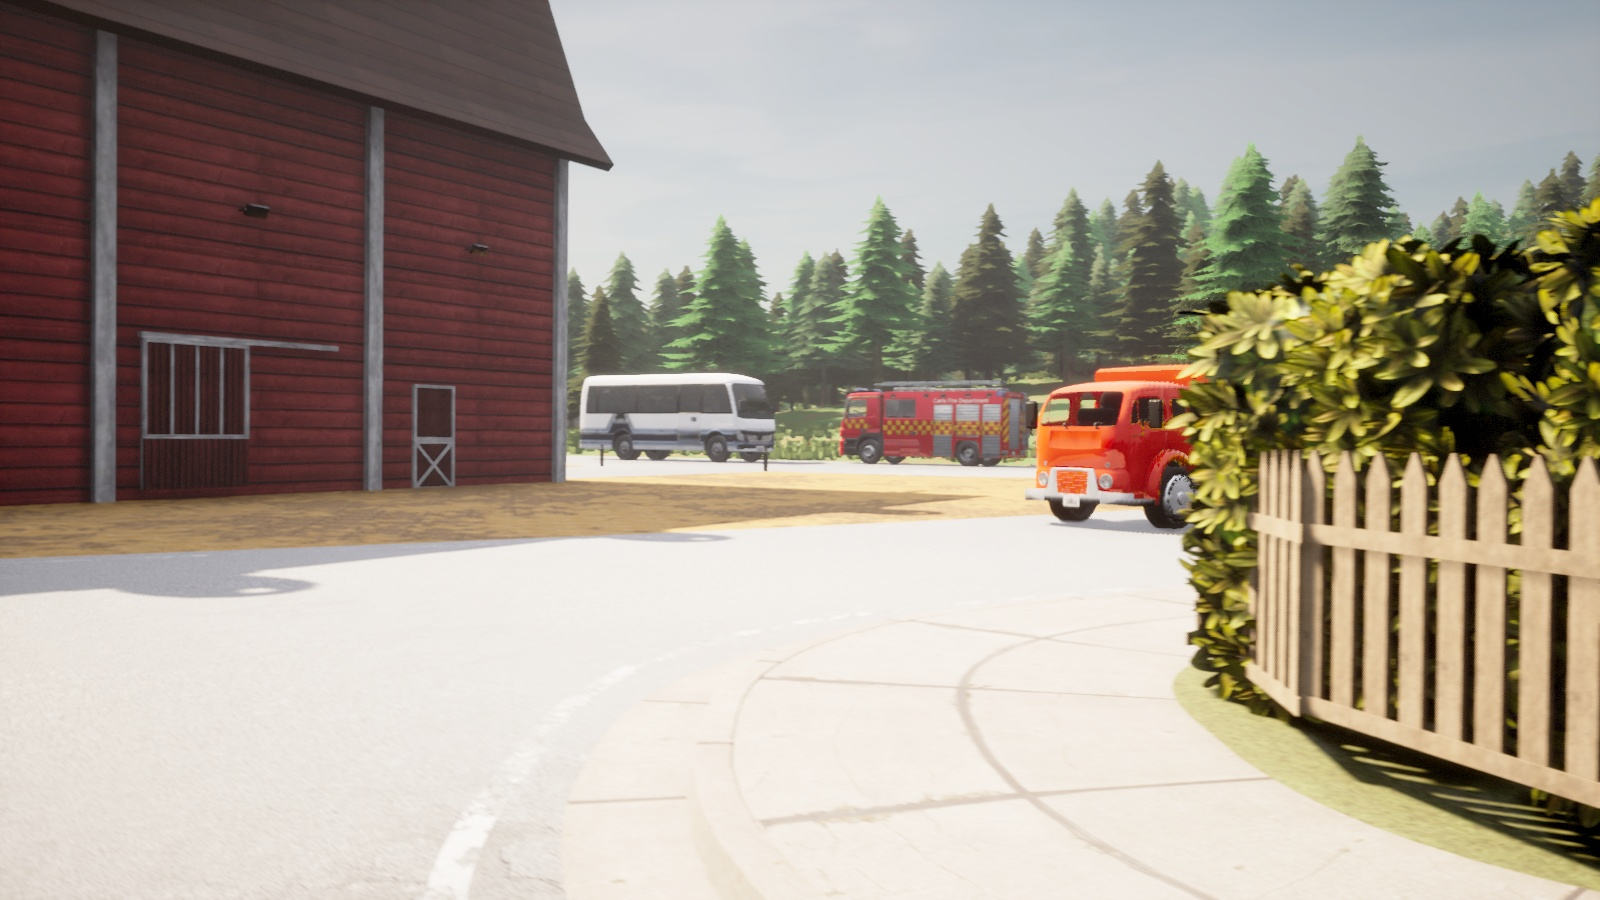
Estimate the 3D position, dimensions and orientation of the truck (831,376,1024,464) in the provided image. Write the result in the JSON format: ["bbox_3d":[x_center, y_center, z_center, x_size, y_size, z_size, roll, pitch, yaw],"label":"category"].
[{"bbox_3d":[5.809,-1.319,58.104,8.468,3.827,2.891,0,1,32],"label":"truck"}]

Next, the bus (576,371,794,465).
[{"bbox_3d":[-5.683,-1.475,61.243,10.273,4.253,3.944,0,1,32],"label":"bus"}]

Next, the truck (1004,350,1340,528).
[{"bbox_3d":[6.026,-0.197,20.039,5.204,2.467,2.627,-1,1,-39],"label":"truck"}]
